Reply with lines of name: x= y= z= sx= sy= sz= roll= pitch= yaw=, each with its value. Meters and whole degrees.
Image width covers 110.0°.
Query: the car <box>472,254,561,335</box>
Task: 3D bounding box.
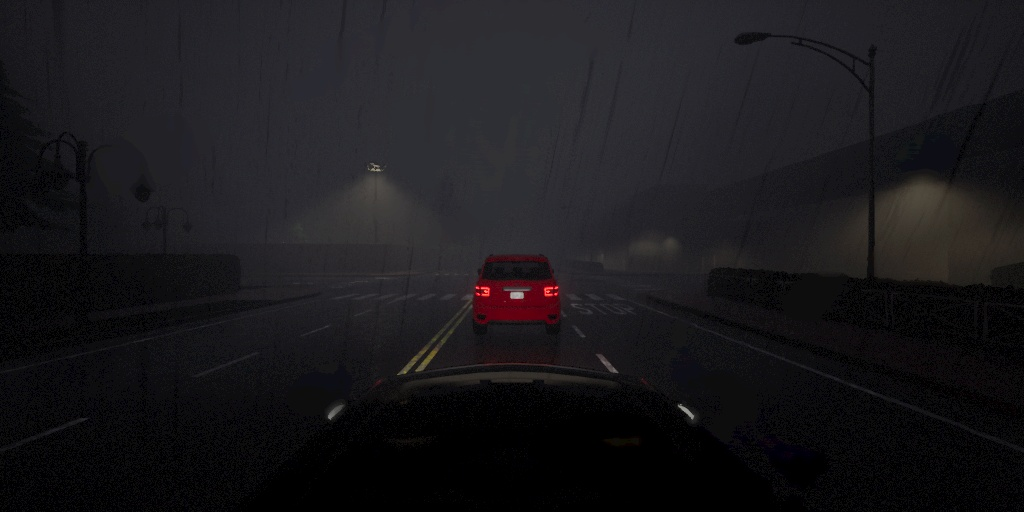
car: x=0.116 y=0.971 z=10.664 sx=2.150 sy=2.045 sz=5.566 roll=0 pitch=0 yaw=0

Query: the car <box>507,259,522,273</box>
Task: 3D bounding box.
car: x=0.333 y=1.228 z=45.522 sx=1.882 sy=1.535 sz=5.008 roll=0 pitch=0 yaw=1
